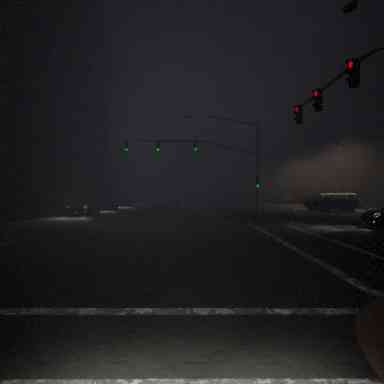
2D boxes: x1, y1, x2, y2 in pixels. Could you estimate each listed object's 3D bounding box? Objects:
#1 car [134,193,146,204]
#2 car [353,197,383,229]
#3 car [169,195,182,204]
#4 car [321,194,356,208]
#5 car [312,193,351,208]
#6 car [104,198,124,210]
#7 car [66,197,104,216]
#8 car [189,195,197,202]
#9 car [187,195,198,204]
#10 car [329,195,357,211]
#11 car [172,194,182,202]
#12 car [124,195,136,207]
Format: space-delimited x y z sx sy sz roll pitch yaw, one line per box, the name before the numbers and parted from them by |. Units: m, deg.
car | -10.397 1.243 64.718 2.150 2.045 5.566 0 0 1
car | 13.264 1.414 21.250 4.553 1.767 2.097 0 0 1
car | -3.278 1.583 61.785 1.994 1.385 4.181 0 0 0
car | 21.848 1.434 49.488 3.905 1.438 1.784 0 0 1
car | 21.836 1.225 52.172 4.605 1.855 1.932 0 0 1
car | -10.608 1.560 42.349 2.033 1.411 5.357 0 0 0
car | -10.672 1.362 32.850 2.097 1.767 4.553 0 0 0
car | 0.208 1.385 73.815 1.837 1.490 4.892 0 0 0
car | 0.135 1.371 63.686 2.097 1.767 4.553 0 0 0
car | 21.806 1.465 46.594 3.806 1.475 1.970 0 0 1
car | -3.287 1.378 74.474 2.097 1.767 4.553 0 0 0
car | -10.528 1.580 52.281 1.994 1.385 4.181 0 0 1
